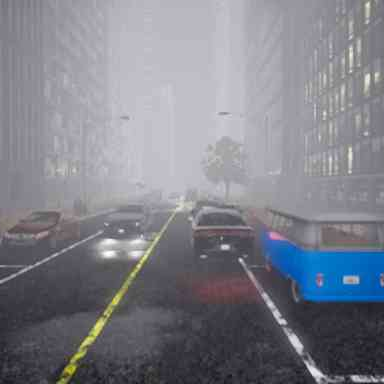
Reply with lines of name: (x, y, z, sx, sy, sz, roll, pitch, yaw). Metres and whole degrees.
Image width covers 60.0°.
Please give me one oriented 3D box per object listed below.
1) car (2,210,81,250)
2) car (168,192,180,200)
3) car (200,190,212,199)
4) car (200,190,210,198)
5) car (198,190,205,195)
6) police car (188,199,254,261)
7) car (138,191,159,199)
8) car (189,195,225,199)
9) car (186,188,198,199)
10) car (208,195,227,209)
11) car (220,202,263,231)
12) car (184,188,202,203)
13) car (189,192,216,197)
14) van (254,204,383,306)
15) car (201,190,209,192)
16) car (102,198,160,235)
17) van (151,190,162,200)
car: (-5.693, 1.379, 13.159, 1.802, 1.307, 4.206, 0, 1, 0)
car: (-3.066, 0.645, 57.852, 2.033, 1.411, 5.357, 0, 1, 1)
car: (2.679, 0.429, 64.381, 1.967, 1.590, 4.097, 0, 1, 0)
car: (2.678, 0.333, 70.072, 1.967, 1.590, 4.097, 0, 1, 0)
car: (2.674, 0.048, 92.841, 1.887, 1.381, 4.507, 0, 1, 0)
police car: (0.898, 1.246, 11.592, 1.930, 1.638, 5.238, 0, 1, 0)
car: (-5.698, 0.912, 41.618, 2.008, 1.369, 4.403, 0, 1, 0)
car: (0.896, 1.175, 21.482, 1.837, 1.490, 4.892, 0, 1, 0)
car: (-0.012, 0.245, 62.249, 2.150, 2.045, 5.566, 0, 1, 0)
car: (2.684, 1.032, 35.925, 1.802, 1.307, 4.206, 0, 1, 0)
car: (2.687, 1.292, 18.849, 1.802, 1.307, 4.206, 0, 1, 0)
car: (0.001, 0.609, 48.280, 2.097, 1.767, 4.553, 0, 1, 0)
car: (0.895, 1.031, 27.671, 1.801, 1.575, 5.366, 0, 1, 0)
van: (2.689, 1.225, 7.463, 1.690, 1.788, 3.998, 0, 1, 0)
car: (2.682, 0.822, 47.308, 2.008, 1.369, 4.403, 0, 1, 0)
car: (-3.103, 1.282, 17.239, 2.033, 1.411, 5.357, 0, 1, 0)
van: (-5.700, 0.520, 52.998, 1.690, 1.788, 3.998, 0, 1, 0)
